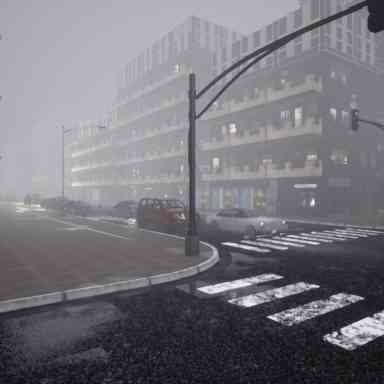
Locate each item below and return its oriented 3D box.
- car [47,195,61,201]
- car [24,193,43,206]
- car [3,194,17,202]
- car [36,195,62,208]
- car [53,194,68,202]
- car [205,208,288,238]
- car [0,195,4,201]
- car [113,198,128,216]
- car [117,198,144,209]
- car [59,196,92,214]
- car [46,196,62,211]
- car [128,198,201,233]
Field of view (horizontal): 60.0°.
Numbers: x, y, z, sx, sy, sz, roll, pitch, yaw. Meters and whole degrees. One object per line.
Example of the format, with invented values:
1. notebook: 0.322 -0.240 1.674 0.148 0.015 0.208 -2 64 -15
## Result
1. car: -31.234 1.379 75.086 2.008 1.369 4.403 0 0 -36
2. car: -24.764 1.162 51.811 2.192 1.841 5.009 0 0 -36
3. car: -38.029 1.412 70.181 1.802 1.307 4.206 0 0 -36
4. car: -18.134 1.436 42.628 1.947 1.339 4.313 0 0 -36
5. car: -27.918 1.269 70.495 1.967 1.590 4.097 0 0 -36
6. car: 2.754 1.563 17.708 1.895 1.301 4.718 0 0 -32
7. car: -41.345 1.269 74.773 1.967 1.590 4.097 0 0 -36
8. car: -5.436 1.443 29.465 1.812 1.442 4.674 0 0 -36
9. car: -8.023 1.465 42.941 1.802 1.307 4.206 0 0 -36
10. car: -11.501 1.444 33.441 1.887 1.381 4.507 0 0 -36
11. car: -14.817 1.451 38.034 1.947 1.339 4.313 0 0 -36
12. car: -1.552 1.264 19.663 2.192 1.841 5.009 0 0 -36
